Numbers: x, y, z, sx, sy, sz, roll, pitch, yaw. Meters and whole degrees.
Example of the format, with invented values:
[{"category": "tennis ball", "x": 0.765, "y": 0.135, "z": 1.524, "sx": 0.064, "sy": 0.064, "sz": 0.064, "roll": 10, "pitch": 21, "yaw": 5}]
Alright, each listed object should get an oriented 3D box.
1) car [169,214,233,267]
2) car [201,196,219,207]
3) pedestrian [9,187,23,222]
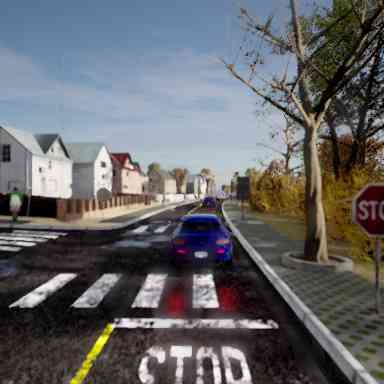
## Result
[{"category": "car", "x": 0.289, "y": 1.451, "z": 11.024, "sx": 1.812, "sy": 1.442, "sz": 4.674, "roll": 0, "pitch": 1, "yaw": 1}, {"category": "car", "x": 2.462, "y": 1.320, "z": 46.713, "sx": 1.812, "sy": 1.442, "sz": 4.674, "roll": 0, "pitch": 0, "yaw": 5}, {"category": "pedestrian", "x": -9.521, "y": 0.644, "z": 17.879, "sx": 0.375, "sy": 1.860, "sz": 0.375, "roll": 0, "pitch": -3, "yaw": 0}]
